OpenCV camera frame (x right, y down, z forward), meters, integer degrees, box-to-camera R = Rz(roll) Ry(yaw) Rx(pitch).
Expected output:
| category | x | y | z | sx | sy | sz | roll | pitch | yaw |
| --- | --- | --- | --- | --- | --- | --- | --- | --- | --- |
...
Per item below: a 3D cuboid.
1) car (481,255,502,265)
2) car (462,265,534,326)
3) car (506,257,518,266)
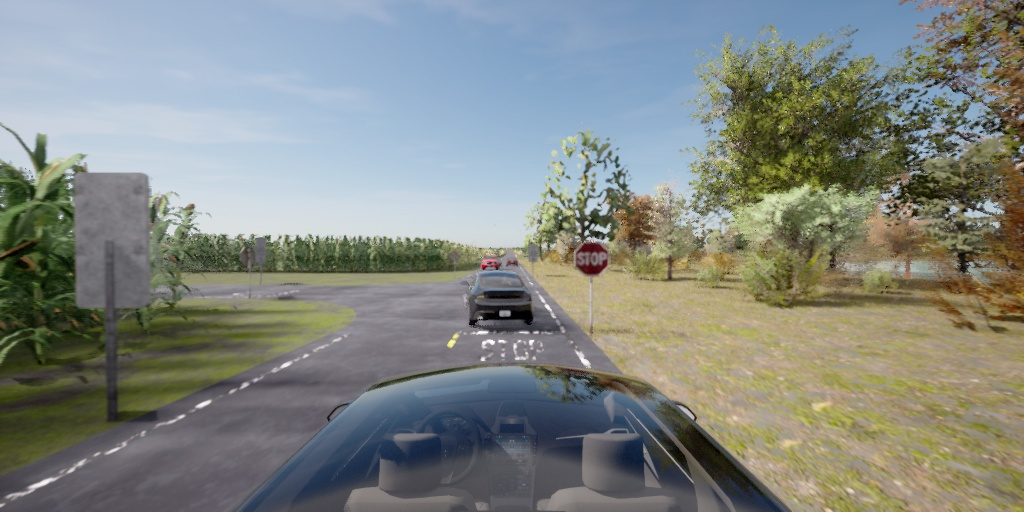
| category | x | y | z | sx | sy | sz | roll | pitch | yaw |
| --- | --- | --- | --- | --- | --- | --- | --- | --- | --- |
| car | -2.836 | 0.840 | 47.428 | 2.150 | 2.045 | 5.566 | 0 | 0 | 0 |
| car | -0.571 | 1.234 | 11.752 | 1.837 | 1.490 | 4.892 | 0 | 1 | -9 |
| car | 0.042 | 0.908 | 63.022 | 2.097 | 1.767 | 4.553 | 0 | 0 | 1 |
